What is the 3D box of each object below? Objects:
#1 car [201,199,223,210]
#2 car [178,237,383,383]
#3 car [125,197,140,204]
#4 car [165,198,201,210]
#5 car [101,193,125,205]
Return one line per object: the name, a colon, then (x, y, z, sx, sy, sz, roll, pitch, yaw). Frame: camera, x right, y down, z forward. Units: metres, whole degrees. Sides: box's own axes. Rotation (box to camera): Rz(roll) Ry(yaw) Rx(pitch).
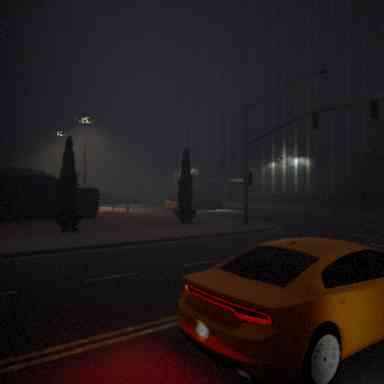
car: (2.095, 1.560, 42.774, 1.994, 1.385, 4.181, 0, 0, -36)
car: (2.161, 1.477, 5.344, 5.008, 1.535, 1.882, 0, 0, -35)
car: (-11.649, 1.543, 61.939, 2.033, 1.411, 5.357, 0, 0, -36)
car: (-1.501, 1.474, 41.774, 1.882, 1.535, 5.008, 0, 0, -36)
car: (-14.659, 1.205, 60.134, 2.150, 2.045, 5.566, 0, 0, -36)
